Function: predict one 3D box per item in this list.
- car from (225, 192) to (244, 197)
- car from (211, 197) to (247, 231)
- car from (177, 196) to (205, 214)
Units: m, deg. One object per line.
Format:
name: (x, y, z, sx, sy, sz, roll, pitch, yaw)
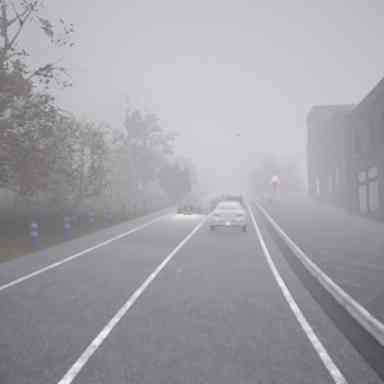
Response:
car: (4.622, 0.747, 36.499, 1.882, 1.535, 5.008, 0, 1, 8)
car: (2.064, 1.253, 18.621, 1.812, 1.442, 4.674, 0, 1, 8)
car: (-0.018, 1.075, 28.327, 1.994, 1.385, 4.181, 0, 1, 8)
